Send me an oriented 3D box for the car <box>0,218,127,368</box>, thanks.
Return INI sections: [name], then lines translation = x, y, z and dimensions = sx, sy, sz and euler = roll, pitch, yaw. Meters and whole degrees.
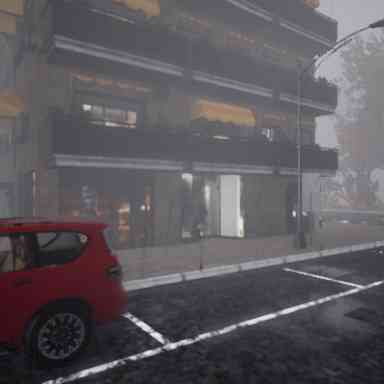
[car]
translation = -3.298, 1.312, 4.223
dimensions = 5.009, 1.841, 2.192
euler = 1, -1, -35
